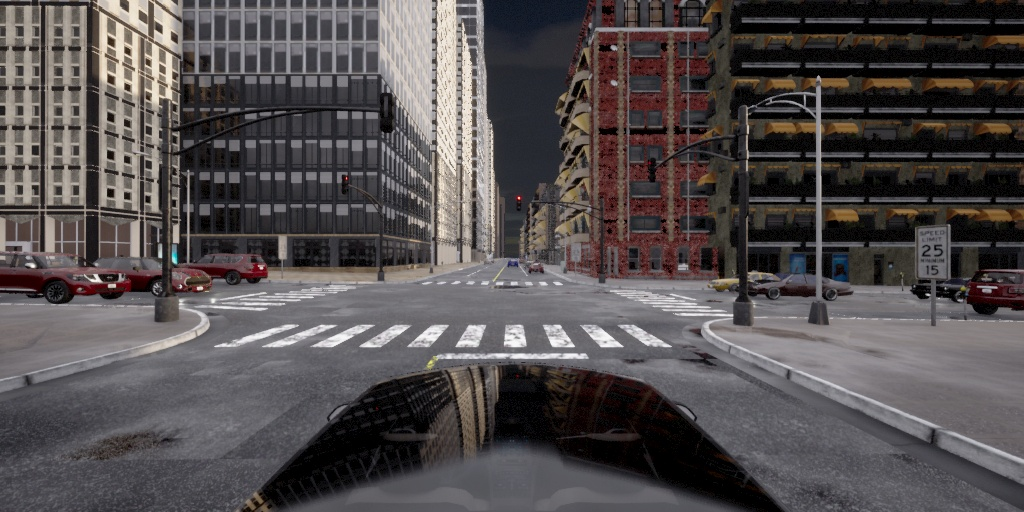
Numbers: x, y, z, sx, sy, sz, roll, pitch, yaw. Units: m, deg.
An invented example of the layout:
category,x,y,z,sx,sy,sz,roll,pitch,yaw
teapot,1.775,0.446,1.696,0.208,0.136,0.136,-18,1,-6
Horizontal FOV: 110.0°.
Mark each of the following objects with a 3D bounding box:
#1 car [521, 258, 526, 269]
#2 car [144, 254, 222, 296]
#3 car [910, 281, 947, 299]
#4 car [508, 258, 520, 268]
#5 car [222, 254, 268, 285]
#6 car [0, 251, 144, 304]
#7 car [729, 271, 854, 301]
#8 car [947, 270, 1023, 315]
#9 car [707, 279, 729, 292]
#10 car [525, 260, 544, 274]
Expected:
category,x,y,z,sx,sy,sz,roll,pitch,yaw
car,2.749,1.317,54.700,2.007,1.370,4.403,0,0,0
car,-16.273,0.825,16.081,4.553,1.767,2.097,1,0,-2
car,24.883,1.839,19.560,4.718,1.301,1.895,1,0,-1
car,0.170,1.251,64.193,1.882,1.535,5.008,0,0,0
car,-17.688,0.776,21.826,5.009,1.841,2.192,0,0,0
car,-17.562,0.757,13.446,5.009,1.841,2.192,0,0,0
car,15.253,1.610,19.485,5.357,1.411,2.033,1,0,0
car,20.612,1.461,13.769,5.009,1.841,2.192,0,0,0
car,14.653,1.587,22.072,4.829,1.417,1.751,0,0,0
car,2.785,1.341,41.783,1.802,1.307,4.207,0,0,0
